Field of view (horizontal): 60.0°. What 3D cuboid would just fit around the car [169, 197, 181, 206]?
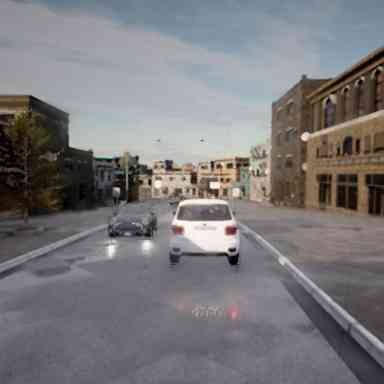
[{"bbox_3d":[-2.995,1.702,59.371,1.837,1.490,4.892,0,0,1],"label":"car"}]

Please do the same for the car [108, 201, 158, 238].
[{"bbox_3d":[-3.067,1.413,18.037,2.097,1.767,4.553,0,0,0],"label":"car"}]

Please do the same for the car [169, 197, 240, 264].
[{"bbox_3d":[0.431,1.267,12.111,2.150,2.045,5.566,0,0,2],"label":"car"}]

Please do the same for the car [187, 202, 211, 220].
[{"bbox_3d":[0.622,1.657,30.859,2.033,1.411,5.357,0,0,0],"label":"car"}]
